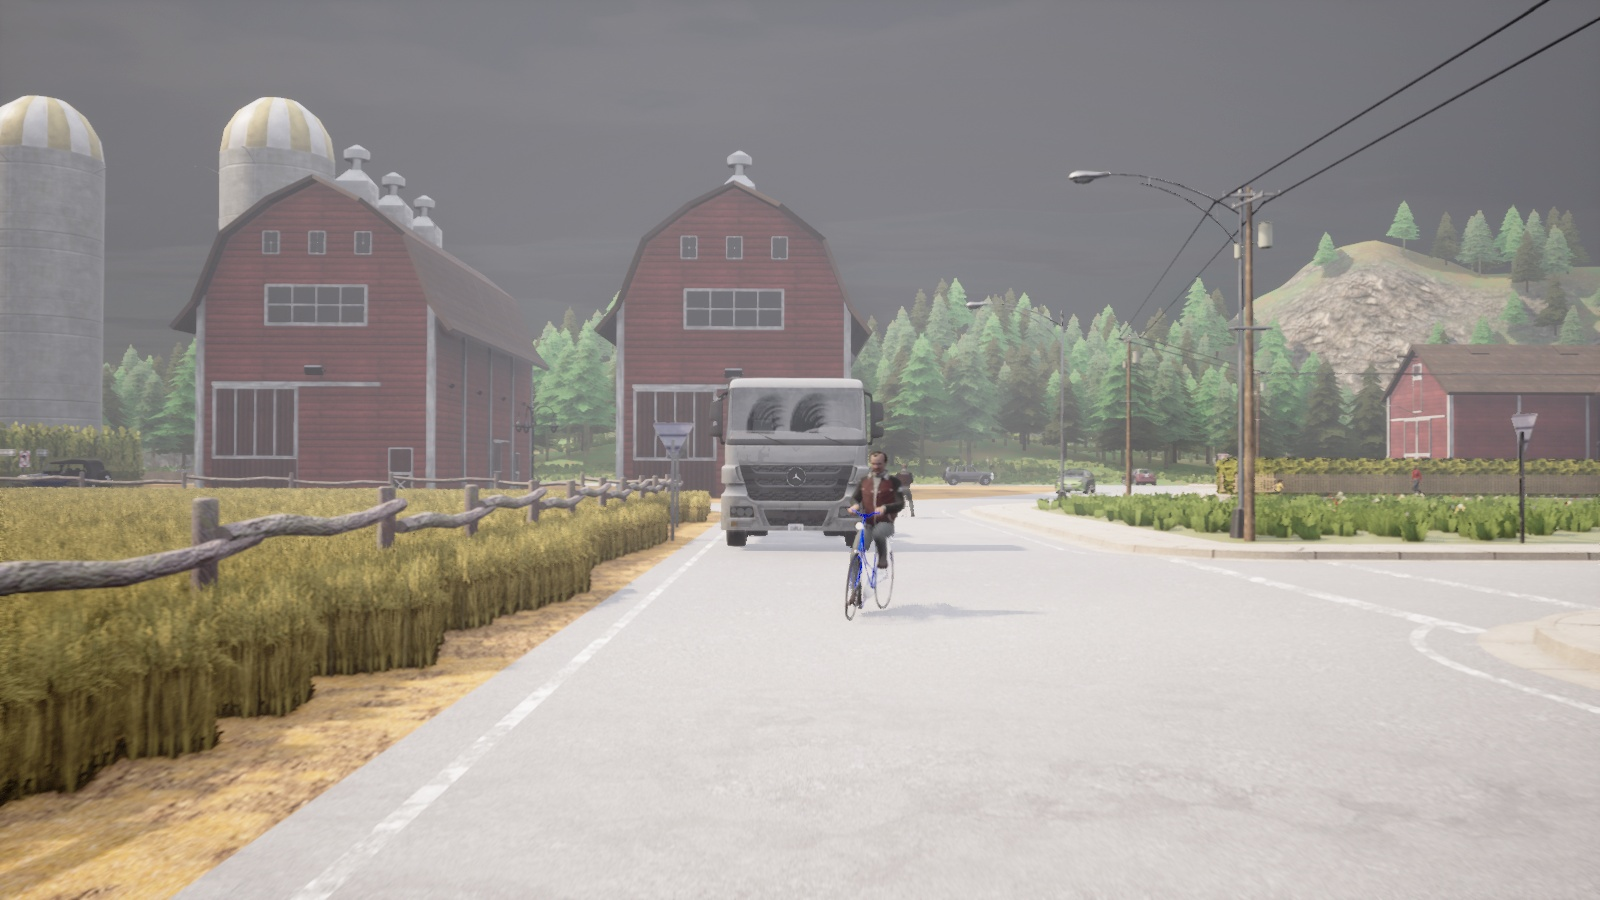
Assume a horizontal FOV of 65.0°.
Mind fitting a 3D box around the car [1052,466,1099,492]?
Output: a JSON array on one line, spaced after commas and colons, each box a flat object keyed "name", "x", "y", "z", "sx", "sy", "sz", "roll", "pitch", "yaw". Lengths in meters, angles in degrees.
[{"name": "car", "x": 16.882, "y": 1.732, "z": 76.849, "sx": 2.007, "sy": 1.525, "sz": 4.514, "roll": -1, "pitch": -1, "yaw": 23}]

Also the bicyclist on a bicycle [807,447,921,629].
[{"name": "bicyclist on a bicycle", "x": 0.717, "y": 0.883, "z": 13.375, "sx": 0.659, "sy": 1.776, "sz": 1.843, "roll": 1, "pitch": 0, "yaw": 20}]

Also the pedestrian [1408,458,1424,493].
[{"name": "pedestrian", "x": 32.843, "y": 1.352, "z": 66.942, "sx": 0.636, "sy": 1.846, "sz": 0.331, "roll": 0, "pitch": -1, "yaw": -6}]

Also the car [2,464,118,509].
[{"name": "car", "x": -31.907, "y": 1.558, "z": 54.218, "sx": 3.866, "sy": 1.878, "sz": 1.905, "roll": 0, "pitch": -1, "yaw": -3}]

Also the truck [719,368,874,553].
[{"name": "truck", "x": -0.080, "y": 0.249, "z": 27.559, "sx": 2.891, "sy": 3.462, "sz": 7.936, "roll": 0, "pitch": -1, "yaw": 0}]
